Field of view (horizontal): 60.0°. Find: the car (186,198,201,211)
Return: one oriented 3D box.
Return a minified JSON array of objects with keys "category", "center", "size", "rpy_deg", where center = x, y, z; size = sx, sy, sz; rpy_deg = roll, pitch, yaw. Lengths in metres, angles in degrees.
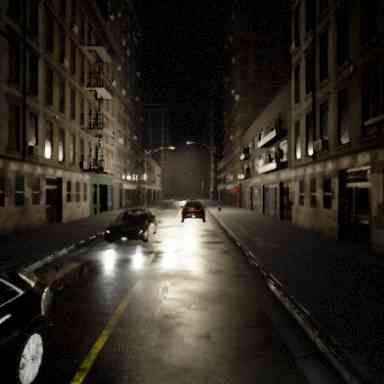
[{"category":"car","center":[0.128,1.562,43.152],"size":[1.837,1.490,4.892],"rpy_deg":[0,0,0]}]

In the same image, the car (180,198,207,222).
[{"category":"car","center":[0.114,1.536,26.768],"size":[1.837,1.490,4.892],"rpy_deg":[0,0,0]}]

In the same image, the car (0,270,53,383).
[{"category":"car","center":[-2.787,1.506,2.459],"size":[1.837,1.490,4.892],"rpy_deg":[0,0,2]}]

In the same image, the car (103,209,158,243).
[{"category":"car","center":[-2.807,1.565,16.477],"size":[2.033,1.411,5.357],"rpy_deg":[0,0,1]}]
